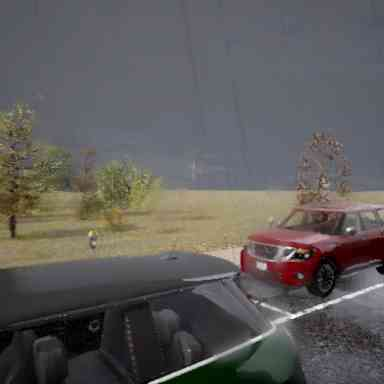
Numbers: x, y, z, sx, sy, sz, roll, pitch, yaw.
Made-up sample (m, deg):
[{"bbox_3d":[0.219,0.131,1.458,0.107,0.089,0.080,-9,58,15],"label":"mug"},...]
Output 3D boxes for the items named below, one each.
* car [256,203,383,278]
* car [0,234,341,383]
[{"bbox_3d":[3.550,1.259,8.623,5.009,1.841,2.192,-1,1,-36],"label":"car"},{"bbox_3d":[-1.314,1.352,2.134,4.553,1.767,2.097,-1,0,-36],"label":"car"}]
